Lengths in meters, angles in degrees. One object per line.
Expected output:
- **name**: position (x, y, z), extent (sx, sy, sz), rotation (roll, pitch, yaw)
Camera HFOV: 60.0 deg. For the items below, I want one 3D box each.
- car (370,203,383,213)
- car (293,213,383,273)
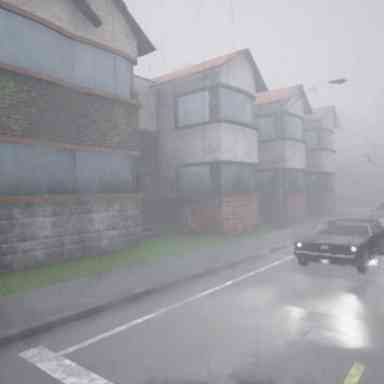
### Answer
- **car**: position (11.330, 1.332, 18.695), extent (2.128, 1.511, 4.902), rotation (-2, 0, 39)
- **car**: position (4.988, 1.557, 10.797), extent (1.895, 1.301, 4.718), rotation (-2, 0, 39)
